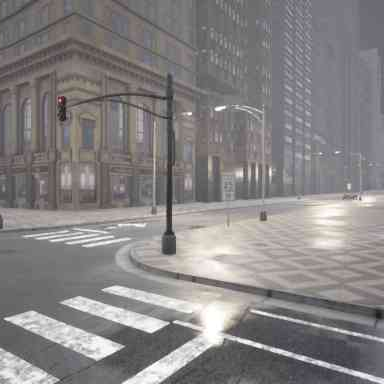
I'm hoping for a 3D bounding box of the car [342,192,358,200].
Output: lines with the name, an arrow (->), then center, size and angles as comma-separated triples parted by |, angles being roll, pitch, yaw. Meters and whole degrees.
car -> 28.286, 0.715, 59.476 | 1.895, 1.301, 4.718 | 0, 1, 35
